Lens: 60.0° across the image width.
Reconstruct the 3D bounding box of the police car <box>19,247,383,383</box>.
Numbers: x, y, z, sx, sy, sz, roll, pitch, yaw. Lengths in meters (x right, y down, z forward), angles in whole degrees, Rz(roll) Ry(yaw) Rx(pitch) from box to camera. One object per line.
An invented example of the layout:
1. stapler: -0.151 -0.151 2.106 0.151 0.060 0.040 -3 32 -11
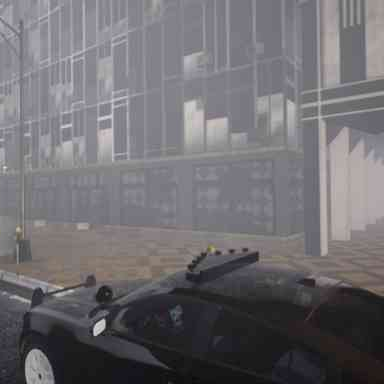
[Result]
1. police car: 0.190 1.423 3.284 5.238 1.638 1.930 0 0 35
